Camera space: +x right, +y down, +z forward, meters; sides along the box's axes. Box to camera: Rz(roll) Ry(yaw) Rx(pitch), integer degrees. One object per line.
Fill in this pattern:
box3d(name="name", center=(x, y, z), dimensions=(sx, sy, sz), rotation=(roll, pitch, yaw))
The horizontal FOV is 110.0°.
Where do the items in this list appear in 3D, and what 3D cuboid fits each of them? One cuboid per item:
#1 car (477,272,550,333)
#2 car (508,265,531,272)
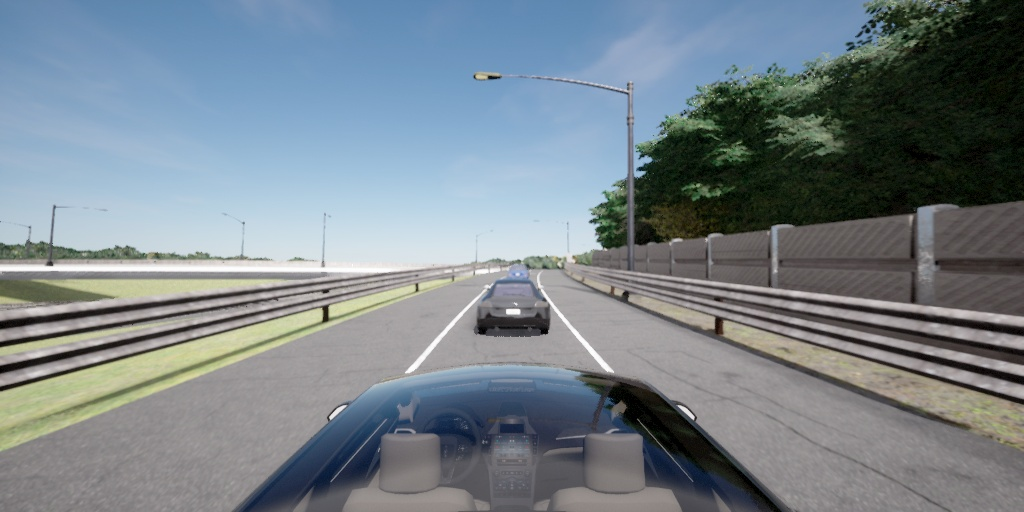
box3d(name="car", center=(0.052, 1.374, 10.978), dimensions=(1.994, 1.385, 4.181), rotation=(0, 0, 0))
box3d(name="car", center=(0.594, 1.470, 29.724), dimensions=(2.033, 1.411, 5.357), rotation=(0, 0, 3))
